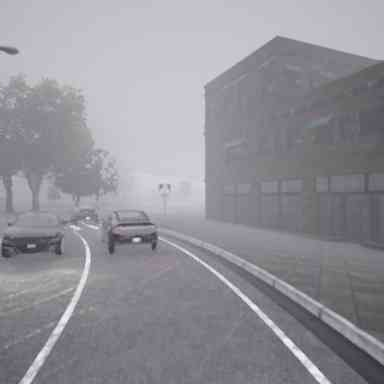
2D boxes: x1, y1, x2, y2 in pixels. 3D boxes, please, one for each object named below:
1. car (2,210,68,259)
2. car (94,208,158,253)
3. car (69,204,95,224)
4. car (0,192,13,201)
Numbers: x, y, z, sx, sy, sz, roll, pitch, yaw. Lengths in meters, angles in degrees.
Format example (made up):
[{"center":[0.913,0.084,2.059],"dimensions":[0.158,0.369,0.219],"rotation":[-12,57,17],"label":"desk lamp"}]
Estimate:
[{"center":[-6.016,1.503,13.122],"dimensions":[1.882,1.535,5.008],"rotation":[0,-1,-19],"label":"car"},{"center":[-2.732,1.504,13.927],"dimensions":[2.128,1.511,4.902],"rotation":[0,-1,-19],"label":"car"},{"center":[-8.637,1.727,26.591],"dimensions":[1.837,1.490,4.892],"rotation":[0,-1,-25],"label":"car"},{"center":[-46.251,1.458,81.103],"dimensions":[2.097,1.535,5.008],"rotation":[4,2,27],"label":"car"}]
